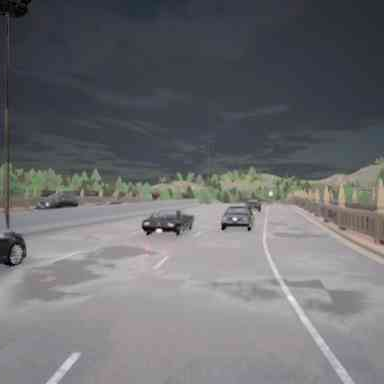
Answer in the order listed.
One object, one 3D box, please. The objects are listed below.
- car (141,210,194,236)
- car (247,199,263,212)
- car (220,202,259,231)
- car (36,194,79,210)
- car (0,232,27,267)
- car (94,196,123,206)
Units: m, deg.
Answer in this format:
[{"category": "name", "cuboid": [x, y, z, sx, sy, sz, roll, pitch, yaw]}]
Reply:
[{"category": "car", "cuboid": [-1.167, 1.635, 18.620, 1.895, 1.301, 4.718, 0, 0, 12]}, {"category": "car", "cuboid": [7.678, 1.631, 41.573, 1.837, 1.490, 4.892, 0, 0, 13]}, {"category": "car", "cuboid": [3.004, 1.608, 21.414, 2.033, 1.411, 5.357, 0, 0, 13]}, {"category": "car", "cuboid": [-14.958, 1.212, 37.384, 2.150, 2.045, 5.566, 0, 0, 13]}, {"category": "car", "cuboid": [-6.290, 1.492, 8.595, 1.837, 1.490, 4.892, 0, 0, 5]}, {"category": "car", "cuboid": [-10.369, 1.456, 41.669, 2.097, 1.767, 4.553, 0, 0, 13]}]
